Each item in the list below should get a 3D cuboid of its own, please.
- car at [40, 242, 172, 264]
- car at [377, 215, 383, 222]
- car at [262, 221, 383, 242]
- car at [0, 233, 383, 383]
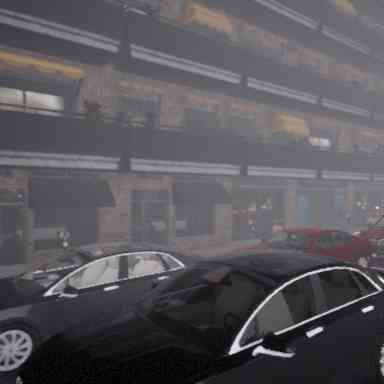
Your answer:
[{"bbox_3d":[-1.574,1.561,5.443,4.403,1.369,2.008,0,0,-35],"label":"car"},{"bbox_3d":[7.425,1.514,11.862,4.097,1.590,1.967,0,-1,-35],"label":"car"},{"bbox_3d":[2.925,1.586,8.652,4.507,1.381,1.887,0,-1,-35],"label":"car"},{"bbox_3d":[0.694,1.521,3.853,4.892,1.490,1.837,1,0,-35],"label":"car"}]
